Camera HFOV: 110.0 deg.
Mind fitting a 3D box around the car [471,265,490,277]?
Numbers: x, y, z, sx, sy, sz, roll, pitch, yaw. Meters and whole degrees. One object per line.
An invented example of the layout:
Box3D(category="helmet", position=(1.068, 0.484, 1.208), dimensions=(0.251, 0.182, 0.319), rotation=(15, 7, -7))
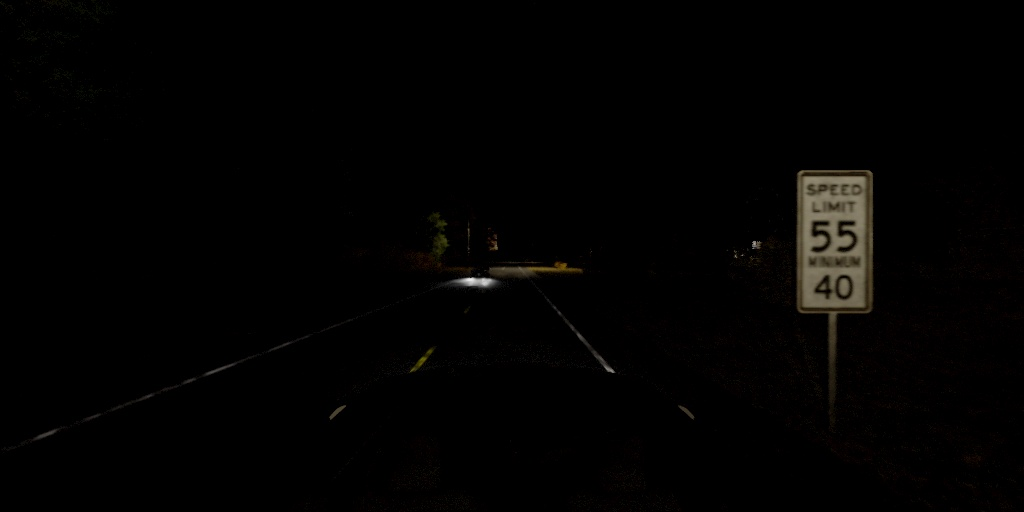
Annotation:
Box3D(category="car", position=(-3.512, 1.693, 40.437), dimensions=(1.895, 1.301, 4.718), rotation=(0, -1, 0))
